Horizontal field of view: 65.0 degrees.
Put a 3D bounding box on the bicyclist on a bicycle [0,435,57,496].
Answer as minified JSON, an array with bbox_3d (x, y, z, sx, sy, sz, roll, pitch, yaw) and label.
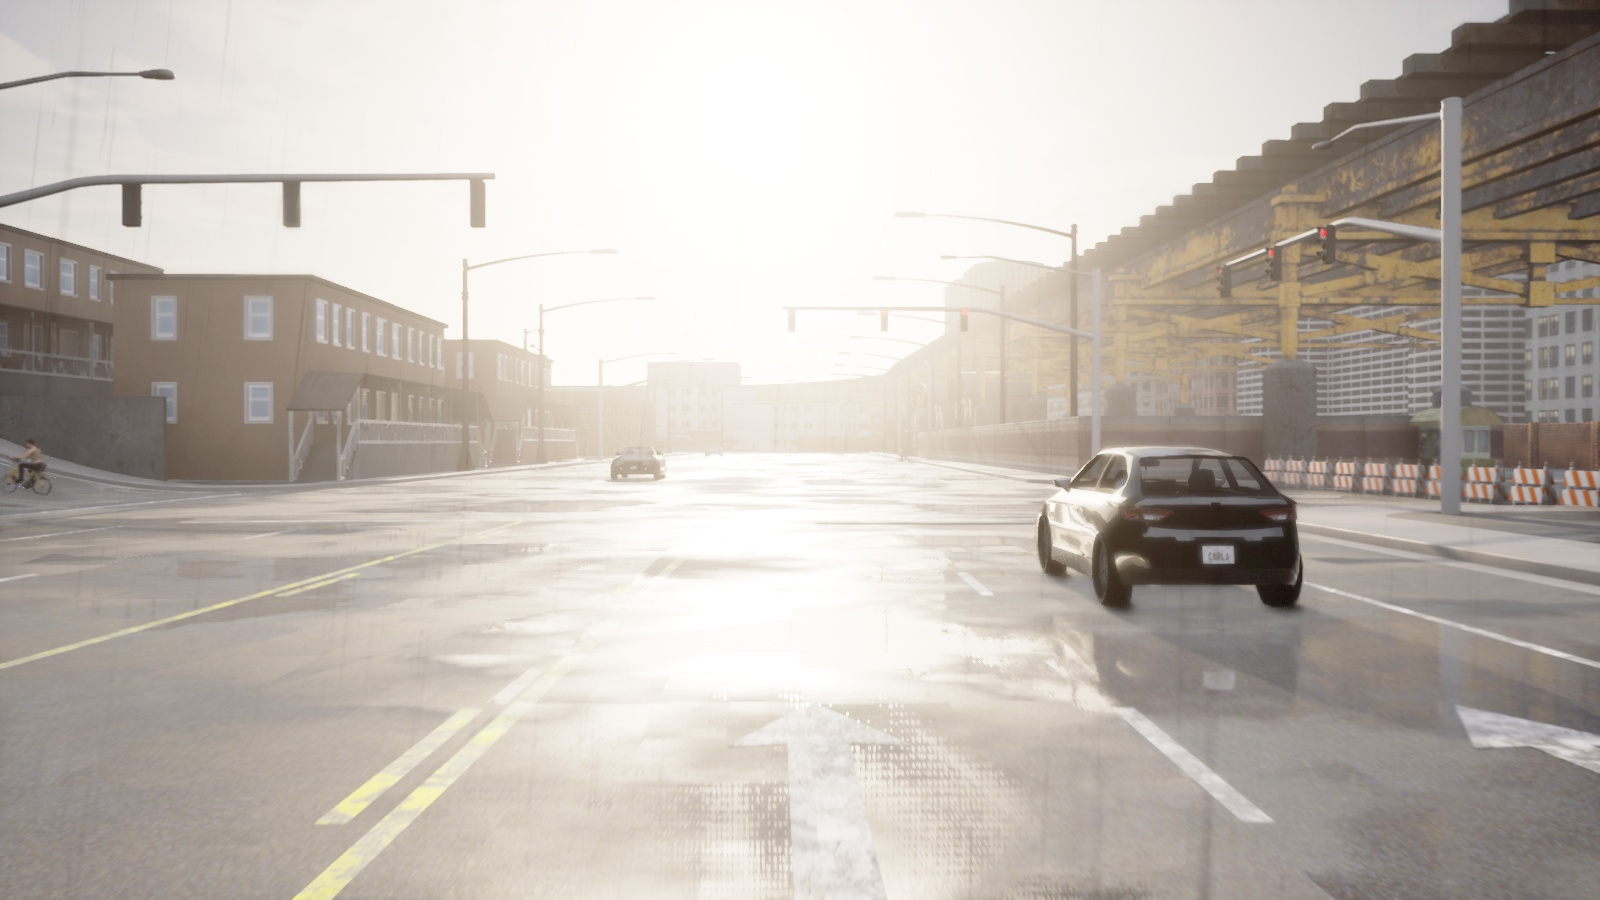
[{"bbox_3d":[-22.150,0.428,35.665,1.509,1.612,0.866,4,0,-1],"label":"bicyclist on a bicycle"}]

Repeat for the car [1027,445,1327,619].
[{"bbox_3d":[3.582,0.691,12.775,1.816,1.474,4.193,0,0,0],"label":"car"}]

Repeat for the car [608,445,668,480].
[{"bbox_3d":[-6.715,0.507,52.374,1.994,1.385,4.181,0,0,0],"label":"car"}]
